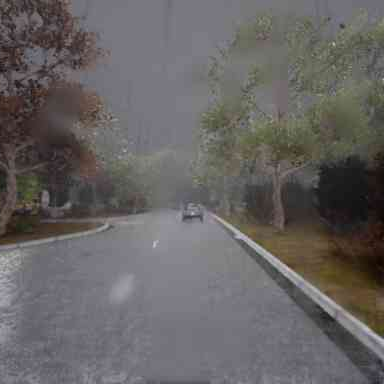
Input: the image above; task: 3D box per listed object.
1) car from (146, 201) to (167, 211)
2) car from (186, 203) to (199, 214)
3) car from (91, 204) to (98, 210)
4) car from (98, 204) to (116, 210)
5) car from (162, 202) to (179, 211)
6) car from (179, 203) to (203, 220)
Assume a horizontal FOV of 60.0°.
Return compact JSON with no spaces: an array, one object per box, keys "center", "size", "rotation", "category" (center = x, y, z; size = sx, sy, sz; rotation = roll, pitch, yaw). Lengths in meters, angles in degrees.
[{"center":[-7.703,2.983,71.928],"size":[5.566,2.045,2.150],"rotation":[-1,-3,26],"category":"car"},{"center":[0.069,2.531,51.875],"size":[1.837,1.490,4.892],"rotation":[0,-2,0],"category":"car"},{"center":[-21.070,3.371,73.486],"size":[4.181,1.385,1.994],"rotation":[0,-3,0],"category":"car"},{"center":[-16.502,3.216,70.418],"size":[5.357,1.411,2.033],"rotation":[0,-3,-2],"category":"car"},{"center":[-3.601,2.937,61.927],"size":[1.895,1.301,4.718],"rotation":[1,-2,-17],"category":"car"},{"center":[0.069,2.048,33.076],"size":[1.994,1.385,4.181],"rotation":[-1,-2,0],"category":"car"}]
